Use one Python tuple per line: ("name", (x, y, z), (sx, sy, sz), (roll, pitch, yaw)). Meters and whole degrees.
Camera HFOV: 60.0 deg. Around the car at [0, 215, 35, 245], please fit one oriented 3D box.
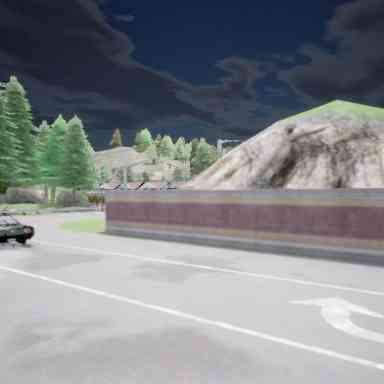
("car", (-9.076, 1.674, 14.764), (4.718, 1.301, 1.895), (0, 0, 36))
